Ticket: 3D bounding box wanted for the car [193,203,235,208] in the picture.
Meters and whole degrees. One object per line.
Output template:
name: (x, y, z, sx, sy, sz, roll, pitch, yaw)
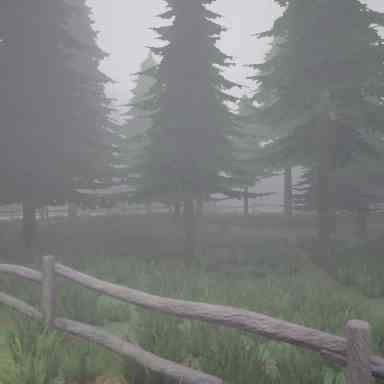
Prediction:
car: (2.301, 1.532, 34.145, 4.892, 1.490, 1.837, 0, -1, -11)
